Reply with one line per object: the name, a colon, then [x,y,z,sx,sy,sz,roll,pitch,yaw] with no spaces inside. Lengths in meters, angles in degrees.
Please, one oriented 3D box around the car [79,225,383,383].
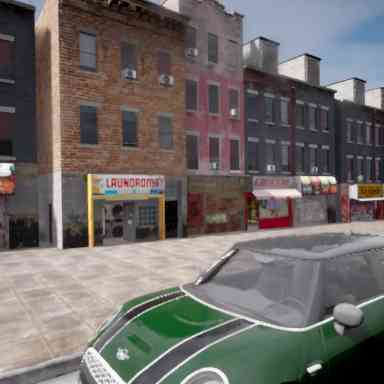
car: [1.106,1.351,3.869,4.553,1.767,2.097,0,0,-36]
